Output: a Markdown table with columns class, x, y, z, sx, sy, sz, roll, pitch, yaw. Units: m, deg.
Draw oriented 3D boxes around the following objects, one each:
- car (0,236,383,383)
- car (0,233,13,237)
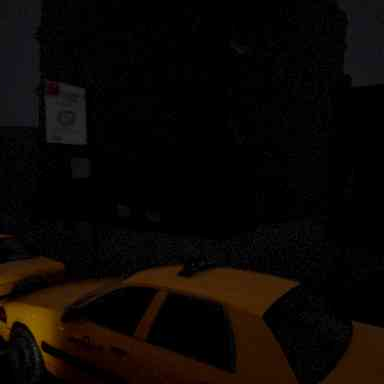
| class | x | y | z | sx | sy | sz | roll | pitch | yaw |
| --- | --- | --- | --- | --- | --- | --- | --- | --- | --- |
| car | -0.170 | 1.470 | 3.650 | 5.366 | 1.575 | 1.946 | 0 | 0 | 35 |
| car | -4.672 | 1.462 | 6.851 | 5.366 | 1.575 | 1.946 | 0 | 0 | 35 |
